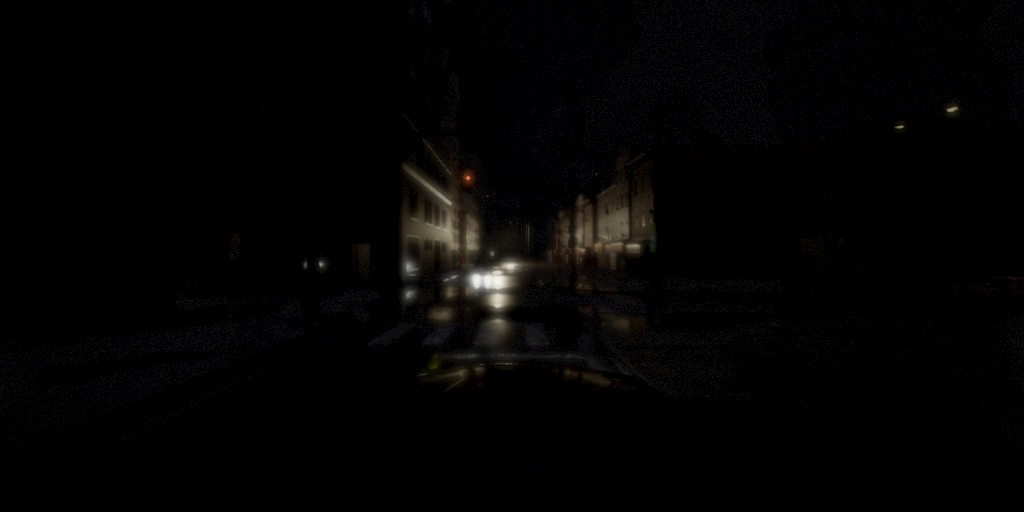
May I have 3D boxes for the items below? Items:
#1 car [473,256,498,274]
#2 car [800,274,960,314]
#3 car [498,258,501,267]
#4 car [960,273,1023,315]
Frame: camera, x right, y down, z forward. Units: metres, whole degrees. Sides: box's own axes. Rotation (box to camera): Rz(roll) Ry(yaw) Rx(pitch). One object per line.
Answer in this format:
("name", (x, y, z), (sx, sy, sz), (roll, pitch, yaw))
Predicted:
("car", (-2.843, 0.990, 36.084), (2.128, 1.511, 4.902), (0, 0, 0))
("car", (13.214, 1.345, 13.352), (4.313, 1.339, 1.948), (0, 0, 0))
("car", (-2.814, 0.817, 54.528), (2.097, 1.767, 4.553), (0, 0, 1))
("car", (19.007, 1.348, 13.366), (4.829, 1.417, 1.751), (0, 0, 0))
